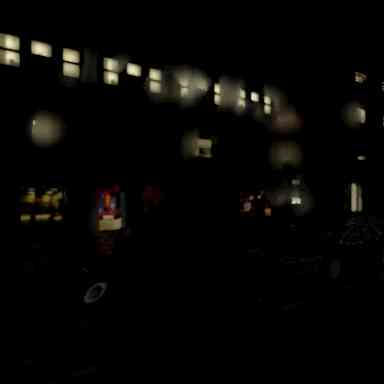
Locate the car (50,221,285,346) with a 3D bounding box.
[{"bbox_3d":[-0.437,1.425,6.253,4.097,1.590,1.967,0,0,-36],"label":"car"}]

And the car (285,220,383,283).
[{"bbox_3d":[4.059,1.509,9.460,4.403,1.369,2.008,0,0,-36],"label":"car"}]
